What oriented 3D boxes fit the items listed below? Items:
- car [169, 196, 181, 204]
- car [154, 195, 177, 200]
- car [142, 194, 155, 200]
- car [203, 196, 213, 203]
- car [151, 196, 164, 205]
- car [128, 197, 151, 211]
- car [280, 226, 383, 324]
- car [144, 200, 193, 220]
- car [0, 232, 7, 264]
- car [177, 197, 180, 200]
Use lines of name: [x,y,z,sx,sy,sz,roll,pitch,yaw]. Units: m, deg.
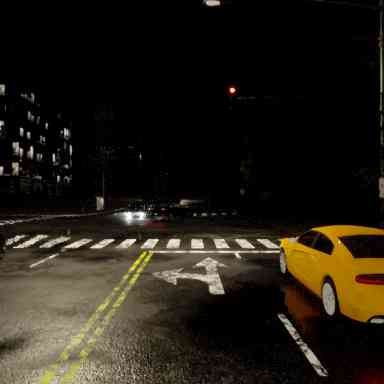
car: [-3.275,1.593,65.805,2.033,1.411,5.357,0,0,1]
car: [-3.346,1.507,42.519,1.882,1.535,5.008,0,0,0]
car: [-6.596,1.256,50.882,2.150,2.045,5.566,0,0,0]
car: [3.336,1.495,71.059,1.882,1.535,5.008,0,0,0]
car: [-6.549,1.521,62.850,1.882,1.535,5.008,0,0,0]
car: [-6.595,1.629,41.118,1.895,1.301,4.718,0,0,0]
car: [3.362,1.476,7.351,1.882,1.535,5.008,-1,0,0]
car: [-1.723,1.704,30.103,2.128,1.511,4.902,-1,-2,33]
car: [-6.502,1.516,8.074,1.837,1.490,4.892,1,0,0]
car: [-3.339,1.527,51.710,2.128,1.511,4.902,0,0,0]
